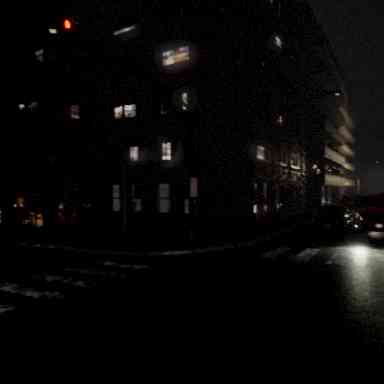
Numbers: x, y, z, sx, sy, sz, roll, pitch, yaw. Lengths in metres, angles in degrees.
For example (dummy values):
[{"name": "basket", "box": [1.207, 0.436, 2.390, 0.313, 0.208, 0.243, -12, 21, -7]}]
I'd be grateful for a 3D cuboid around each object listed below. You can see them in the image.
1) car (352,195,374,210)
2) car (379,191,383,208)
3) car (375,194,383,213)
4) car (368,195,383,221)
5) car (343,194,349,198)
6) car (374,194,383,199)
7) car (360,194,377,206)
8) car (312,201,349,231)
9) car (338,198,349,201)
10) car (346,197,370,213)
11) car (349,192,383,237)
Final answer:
[{"name": "car", "box": [20.195, 1.194, 39.255, 1.967, 1.590, 4.097, 0, 0, 31]}, {"name": "car", "box": [25.371, 0.936, 42.680, 2.150, 2.045, 5.566, 0, 0, 32]}, {"name": "car", "box": [19.854, 1.120, 33.678, 2.097, 1.767, 4.553, 0, 0, 31]}, {"name": "car", "box": [14.712, 1.171, 25.220, 2.097, 1.767, 4.553, 0, 0, 31]}, {"name": "car", "box": [14.298, 1.127, 29.539, 2.192, 1.841, 5.009, 0, 0, 31]}, {"name": "car", "box": [46.728, 1.076, 82.975, 1.947, 1.339, 4.313, -1, 0, 31]}, {"name": "car", "box": [26.091, 1.138, 48.971, 1.967, 1.590, 4.097, 0, 0, 31]}, {"name": "car", "box": [8.404, 1.438, 19.823, 1.947, 1.339, 4.313, 0, 0, 31]}, {"name": "car", "box": [11.263, 1.368, 24.536, 1.752, 1.417, 4.829, 0, 0, 31]}, {"name": "car", "box": [17.159, 1.309, 34.251, 1.752, 1.417, 4.829, 0, 0, 31]}, {"name": "car", "box": [9.550, 1.093, 16.757, 2.150, 2.045, 5.566, 0, 0, 32]}]
